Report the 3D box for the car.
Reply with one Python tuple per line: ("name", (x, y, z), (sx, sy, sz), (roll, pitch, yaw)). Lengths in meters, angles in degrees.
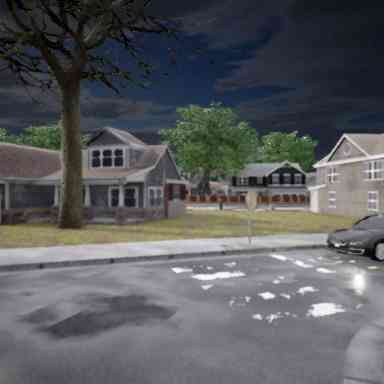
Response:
("car", (7.136, 1.502, 11.970), (4.892, 1.490, 1.837), (-1, 0, -20))
